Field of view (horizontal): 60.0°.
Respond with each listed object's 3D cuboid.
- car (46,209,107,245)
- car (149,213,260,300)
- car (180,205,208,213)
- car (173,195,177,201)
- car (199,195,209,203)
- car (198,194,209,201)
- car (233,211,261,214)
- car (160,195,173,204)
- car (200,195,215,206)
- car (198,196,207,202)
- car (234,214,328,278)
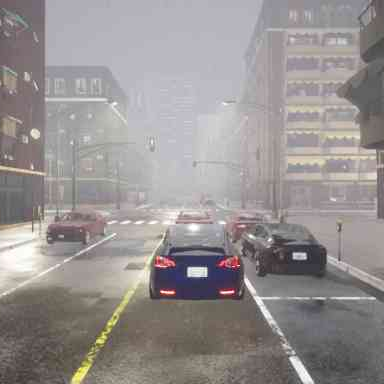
[{"bbox_3d":[-5.272,1.550,15.674,1.887,1.381,4.507,1,0,0],"label":"car"},{"bbox_3d":[0.102,1.506,8.413,2.163,1.488,4.792,0,0,0],"label":"car"},{"bbox_3d":[0.097,1.607,18.136,1.895,1.301,4.718,0,0,0],"label":"car"},{"bbox_3d":[-5.295,1.623,87.884,1.887,1.381,4.507,1,0,0],"label":"car"},{"bbox_3d":[2.584,1.494,70.826,1.967,1.590,4.097,1,0,0],"label":"car"},{"bbox_3d":[2.617,1.359,63.702,2.192,1.841,5.009,1,0,0],"label":"car"},{"bbox_3d":[2.576,1.550,15.700,1.887,1.381,4.507,1,0,0],"label":"car"},{"bbox_3d":[-5.314,1.597,65.126,2.008,1.369,4.403,1,0,0],"label":"car"},{"bbox_3d":[2.710,1.578,53.757,1.887,1.381,4.507,1,0,0],"label":"car"},{"bbox_3d":[2.585,1.635,82.205,1.947,1.339,4.313,1,0,0],"label":"car"},{"bbox_3d":[2.575,1.569,10.030,1.947,1.339,4.313,1,0,0],"label":"car"}]
